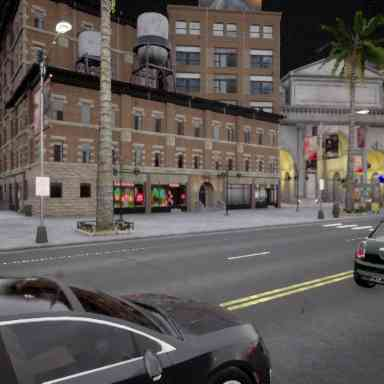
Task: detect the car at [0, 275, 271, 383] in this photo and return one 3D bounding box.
[{"bbox_3d":[-1.428,1.505,2.720,4.892,1.490,1.837,0,0,-36],"label":"car"}]

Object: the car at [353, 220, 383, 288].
[{"bbox_3d":[5.945,1.352,8.020,4.553,1.767,2.097,0,0,-35],"label":"car"}]
